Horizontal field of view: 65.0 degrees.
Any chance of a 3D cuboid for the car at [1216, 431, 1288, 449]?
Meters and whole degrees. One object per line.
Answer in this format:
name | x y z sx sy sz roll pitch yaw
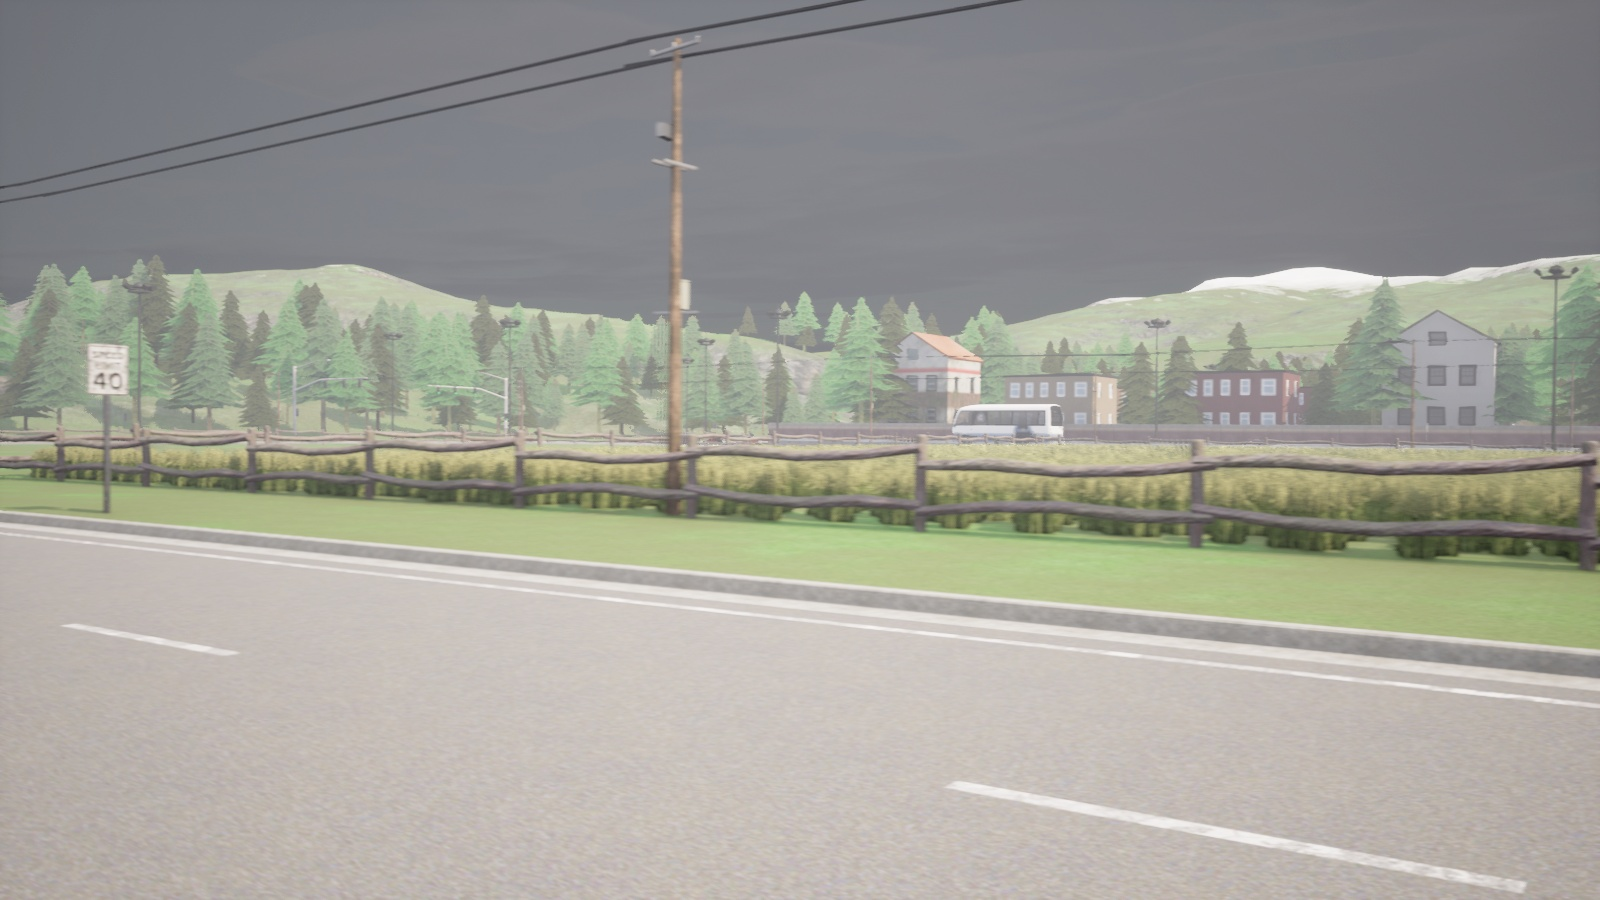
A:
car | 33.530 -0.746 93.151 4.718 1.301 1.895 0 1 34
